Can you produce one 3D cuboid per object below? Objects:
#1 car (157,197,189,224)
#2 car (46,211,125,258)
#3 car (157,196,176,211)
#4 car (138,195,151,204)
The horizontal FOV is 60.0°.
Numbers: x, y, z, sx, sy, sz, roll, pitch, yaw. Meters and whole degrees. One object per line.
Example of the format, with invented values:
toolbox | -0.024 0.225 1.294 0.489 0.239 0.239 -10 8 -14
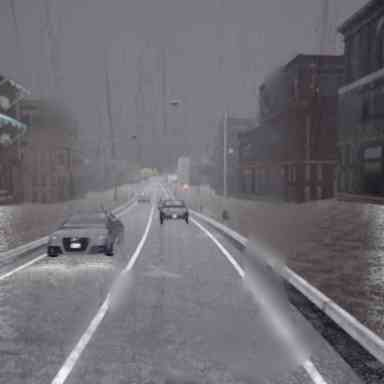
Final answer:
car | -1.272 1.255 22.418 2.128 1.511 4.902 0 0 -5
car | -3.581 1.383 11.883 1.994 1.385 4.181 0 1 -4
car | -3.182 1.342 40.686 2.128 1.511 4.902 -1 0 -6
car | -7.893 1.164 55.070 1.994 1.385 4.181 -1 2 -6
